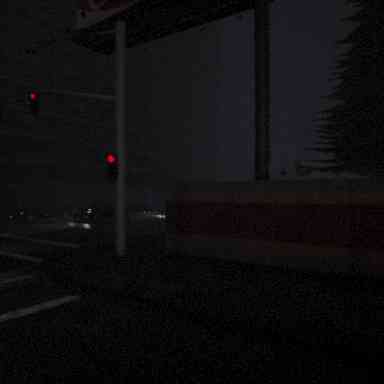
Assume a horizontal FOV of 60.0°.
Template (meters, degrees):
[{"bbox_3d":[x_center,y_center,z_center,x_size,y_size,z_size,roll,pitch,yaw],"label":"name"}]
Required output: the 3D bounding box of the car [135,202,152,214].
[{"bbox_3d":[-6.308,1.643,33.653,1.895,1.301,4.718,0,0,35],"label":"car"}]

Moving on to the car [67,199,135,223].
[{"bbox_3d":[-7.129,1.388,26.415,2.097,1.767,4.553,0,0,35],"label":"car"}]

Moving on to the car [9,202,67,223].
[{"bbox_3d":[-11.651,1.533,26.083,2.128,1.511,4.902,0,0,35],"label":"car"}]

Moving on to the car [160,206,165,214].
[{"bbox_3d":[-1.410,1.600,34.525,1.994,1.385,4.181,0,0,35],"label":"car"}]
